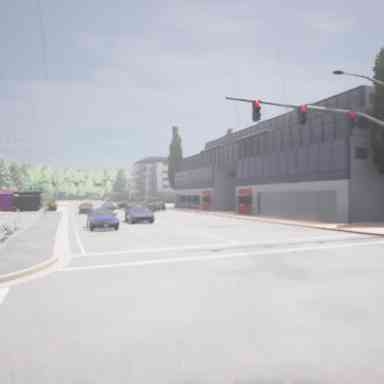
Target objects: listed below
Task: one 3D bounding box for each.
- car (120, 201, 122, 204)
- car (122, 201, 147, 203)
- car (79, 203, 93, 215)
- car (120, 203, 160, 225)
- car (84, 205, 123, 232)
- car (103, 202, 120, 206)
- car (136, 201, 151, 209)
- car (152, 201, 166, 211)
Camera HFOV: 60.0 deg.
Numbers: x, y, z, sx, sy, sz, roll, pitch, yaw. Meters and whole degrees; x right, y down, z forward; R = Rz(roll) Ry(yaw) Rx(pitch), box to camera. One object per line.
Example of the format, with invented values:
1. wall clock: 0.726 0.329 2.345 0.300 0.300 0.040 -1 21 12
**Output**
1. car: -12.268 2.357 59.893 1.837 1.490 4.892 0 -1 -20
2. car: -8.724 2.196 50.431 2.128 1.511 4.902 0 -1 -20
3. car: -13.815 2.145 43.639 1.882 1.535 5.008 0 -1 -20
4. car: -4.602 1.947 28.682 2.033 1.411 5.357 0 -1 -20
5. car: -6.248 1.872 23.148 1.812 1.442 4.674 0 -1 -21
6. car: -13.012 2.307 51.744 2.033 1.411 5.357 0 -1 -20
7. car: -8.984 2.401 61.104 1.994 1.385 4.181 0 -1 -20
8. car: -5.407 2.179 51.552 2.128 1.511 4.902 0 -1 -20
